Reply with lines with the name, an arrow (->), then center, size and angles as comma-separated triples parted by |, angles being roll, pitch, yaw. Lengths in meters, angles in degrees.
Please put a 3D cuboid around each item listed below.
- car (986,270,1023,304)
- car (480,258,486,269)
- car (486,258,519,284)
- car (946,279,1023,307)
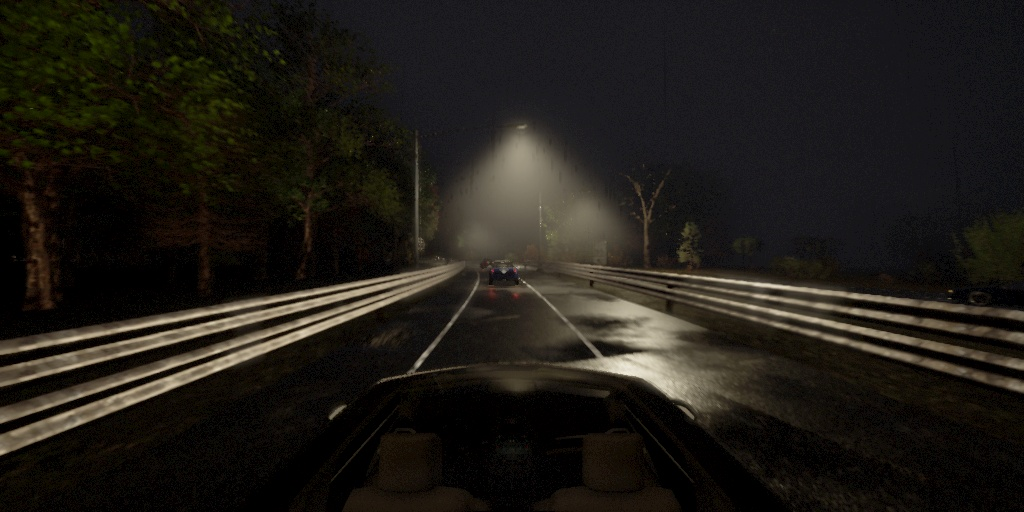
car -> 24.886, 1.483, 15.540 | 1.837, 1.490, 4.892 | 0, 0, -21
car -> -4.043, 1.096, 57.352 | 2.097, 1.767, 4.553 | 0, 0, -9
car -> -0.703, 1.101, 26.818 | 2.097, 1.767, 4.553 | 0, 0, -4
car -> 21.621, 1.526, 14.279 | 2.033, 1.411, 5.357 | 0, 0, -21
